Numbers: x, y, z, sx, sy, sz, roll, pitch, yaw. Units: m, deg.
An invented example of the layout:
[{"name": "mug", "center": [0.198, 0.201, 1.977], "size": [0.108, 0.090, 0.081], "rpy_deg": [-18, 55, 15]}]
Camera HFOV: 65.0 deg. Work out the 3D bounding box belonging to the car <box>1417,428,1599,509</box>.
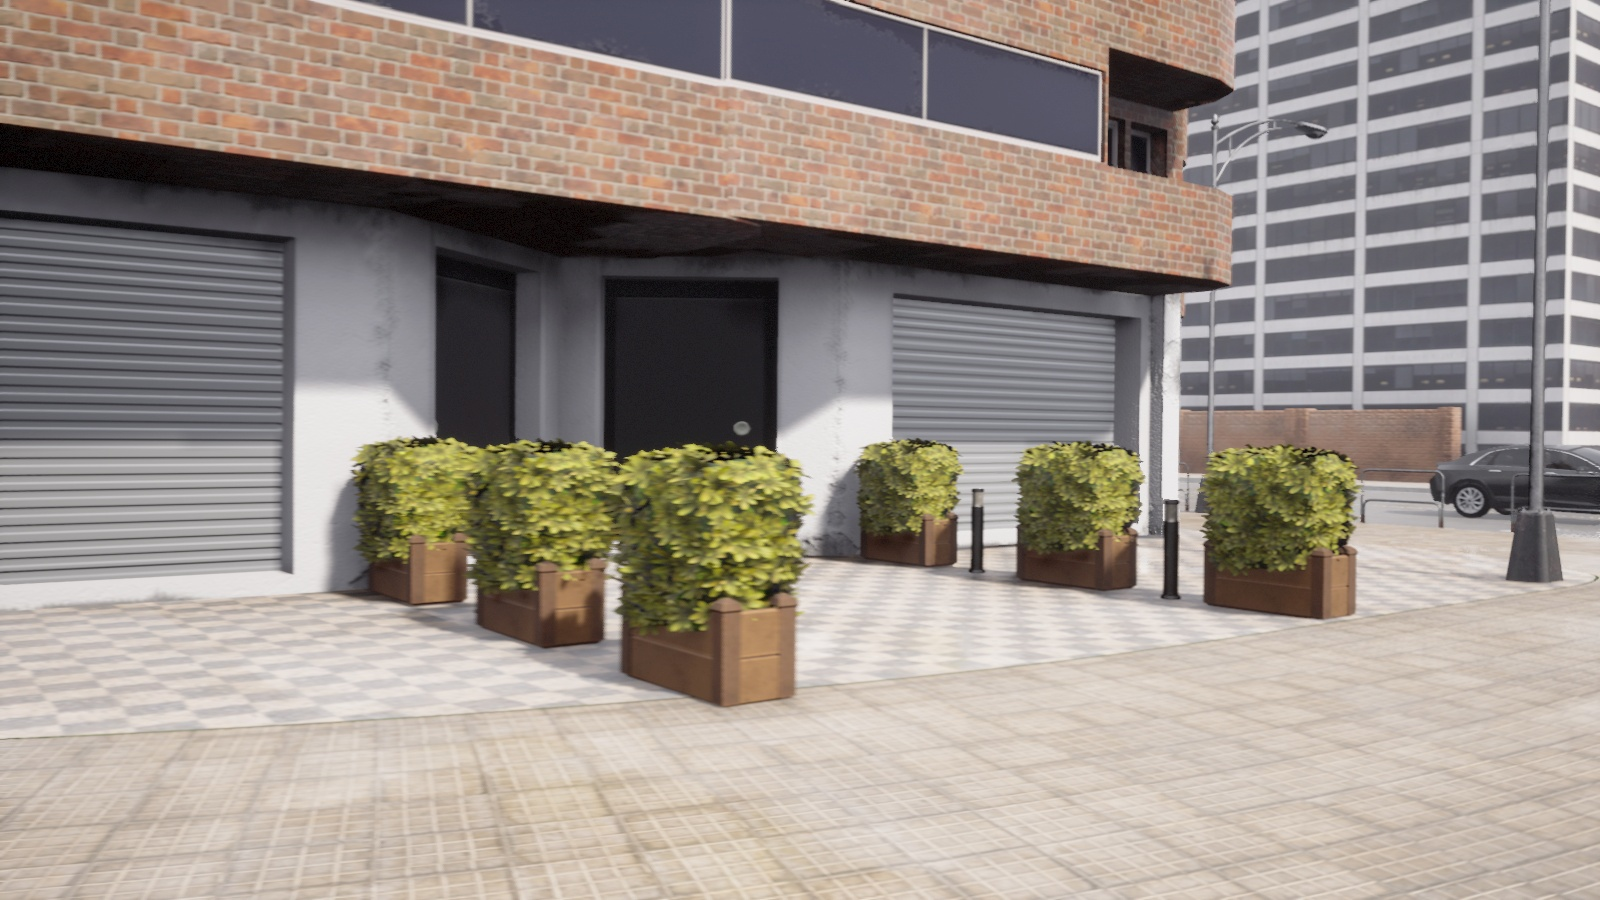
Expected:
[{"name": "car", "center": [15.028, 0.329, 24.706], "size": [1.837, 1.490, 4.892], "rpy_deg": [-1, 1, -37]}]
